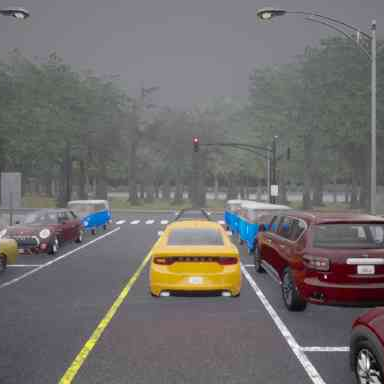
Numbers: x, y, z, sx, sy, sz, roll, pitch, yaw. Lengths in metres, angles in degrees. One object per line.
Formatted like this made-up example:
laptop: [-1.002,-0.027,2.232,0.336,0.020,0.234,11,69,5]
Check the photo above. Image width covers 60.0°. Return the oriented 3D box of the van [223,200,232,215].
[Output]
van: [2.747,1.343,18.536,1.690,1.788,3.998,0,0,0]

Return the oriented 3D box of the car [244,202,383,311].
car: [2.756,1.315,7.661,2.192,1.841,5.009,0,0,0]

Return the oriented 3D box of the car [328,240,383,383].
car: [2.760,1.440,2.223,1.967,1.590,4.097,0,0,0]

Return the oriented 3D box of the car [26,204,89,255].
car: [-5.773,1.441,13.092,1.967,1.590,4.097,0,0,0]

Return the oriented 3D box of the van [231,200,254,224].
van: [2.752,1.342,13.098,1.690,1.788,3.998,0,0,0]

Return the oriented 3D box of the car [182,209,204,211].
car: [0.046,1.566,17.538,1.994,1.385,4.181,0,0,0]

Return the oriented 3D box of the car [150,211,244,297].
car: [0.080,1.478,8.616,1.882,1.535,5.008,0,0,0]

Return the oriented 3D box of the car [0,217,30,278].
car: [-5.769,1.526,7.484,1.752,1.417,4.829,0,0,0]

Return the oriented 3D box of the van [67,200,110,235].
van: [-5.778,1.343,18.530,1.690,1.788,3.998,0,0,0]
